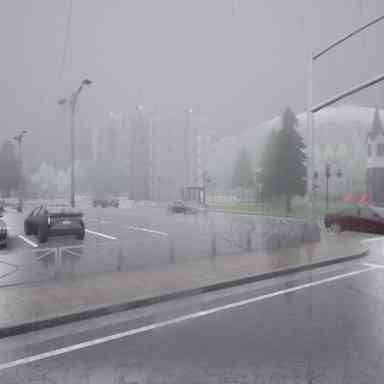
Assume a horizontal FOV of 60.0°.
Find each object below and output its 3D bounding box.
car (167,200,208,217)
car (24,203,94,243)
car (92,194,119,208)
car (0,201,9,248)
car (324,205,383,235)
[{"bbox_3d":[-0.481,1.491,31.079,2.128,1.511,4.902,0,0,-36],"label":"car"},{"bbox_3d":[-6.372,1.340,15.306,2.007,1.523,4.514,0,0,-36],"label":"car"},{"bbox_3d":[-12.334,1.243,47.304,2.150,2.045,5.566,0,0,-36],"label":"car"},{"bbox_3d":[-8.884,1.331,13.426,2.152,1.636,5.027,0,0,-36],"label":"car"},{"bbox_3d":[9.298,1.477,17.140,1.882,1.535,5.008,0,0,-31],"label":"car"}]
